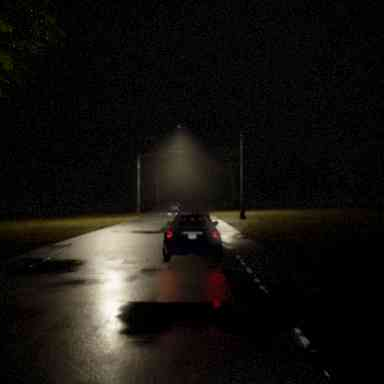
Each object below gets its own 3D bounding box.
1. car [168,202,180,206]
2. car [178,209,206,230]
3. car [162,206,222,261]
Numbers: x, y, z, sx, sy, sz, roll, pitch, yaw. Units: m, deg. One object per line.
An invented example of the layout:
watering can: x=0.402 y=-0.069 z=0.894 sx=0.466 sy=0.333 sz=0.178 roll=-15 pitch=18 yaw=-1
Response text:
car: x=-3.486 y=3.032 z=65.702 sx=2.150 sy=2.045 sz=5.566 roll=0 pitch=-2 yaw=0
car: x=0.021 y=2.186 z=27.572 sx=2.033 sy=1.411 sz=5.357 roll=0 pitch=-2 yaw=0
car: x=0.030 y=1.584 z=13.428 sx=2.097 sy=1.767 sz=4.553 roll=0 pitch=-1 yaw=1
